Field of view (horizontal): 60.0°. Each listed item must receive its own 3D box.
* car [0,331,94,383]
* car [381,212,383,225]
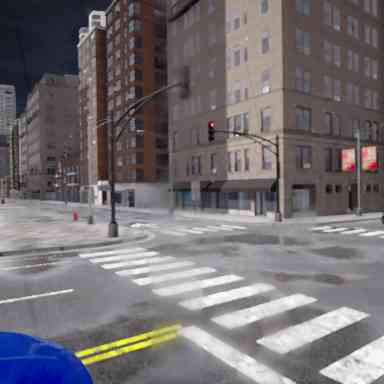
[{"bbox_3d":[-2.918,1.478,1.365,5.008,1.535,1.882,0,0,-35],"label":"car"},{"bbox_3d":[14.509,1.359,22.010,4.553,1.767,2.097,0,0,-35],"label":"car"}]
